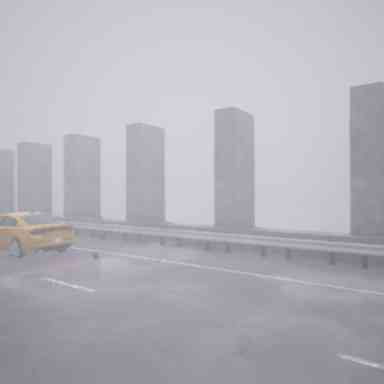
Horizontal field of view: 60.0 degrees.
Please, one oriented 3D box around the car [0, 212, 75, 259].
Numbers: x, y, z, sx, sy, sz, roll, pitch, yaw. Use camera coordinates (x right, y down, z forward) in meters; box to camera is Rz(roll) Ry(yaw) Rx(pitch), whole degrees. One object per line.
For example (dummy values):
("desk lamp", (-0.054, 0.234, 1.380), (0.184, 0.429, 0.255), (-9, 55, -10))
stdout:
("car", (-6.680, 1.523, 12.907), (5.008, 1.535, 1.882), (0, 0, 34))
